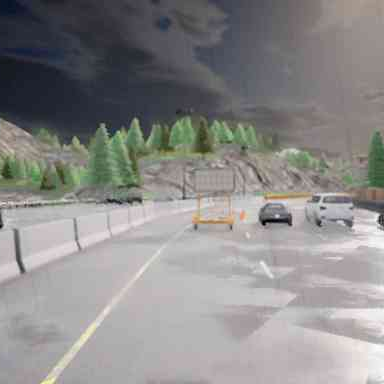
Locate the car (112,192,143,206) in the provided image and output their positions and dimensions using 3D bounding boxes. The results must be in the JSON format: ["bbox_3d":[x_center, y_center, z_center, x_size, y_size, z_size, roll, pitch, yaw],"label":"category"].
[{"bbox_3d":[-9.422,0.946,50.783,2.150,2.045,5.566,0,0,18],"label":"car"}]

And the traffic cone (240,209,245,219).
[{"bbox_3d":[3.972,1.826,26.292,0.340,0.580,0.340,0,0,10],"label":"traffic cone"}]

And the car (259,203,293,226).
[{"bbox_3d":[5.598,1.456,22.602,1.994,1.385,4.181,0,0,9],"label":"car"}]

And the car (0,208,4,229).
[{"bbox_3d":[-9.905,1.137,13.054,2.150,2.045,5.566,0,0,5],"label":"car"}]

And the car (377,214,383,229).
[{"bbox_3d":[11.914,1.474,17.860,2.033,1.411,5.357,0,0,8],"label":"car"}]

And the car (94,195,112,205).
[{"bbox_3d":[-13.032,1.206,50.940,2.128,1.511,4.902,0,0,17],"label":"car"}]

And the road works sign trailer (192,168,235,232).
[{"bbox_3d":[1.335,0.365,19.632,2.380,3.560,2.880,0,0,10],"label":"road works sign trailer"}]

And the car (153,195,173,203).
[{"bbox_3d":[-4.640,1.239,54.002,1.812,1.442,4.674,0,0,19],"label":"car"}]

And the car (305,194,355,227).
[{"bbox_3d":[9.056,1.121,22.268,2.150,2.045,5.566,0,0,9],"label":"car"}]

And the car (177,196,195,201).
[{"bbox_3d":[-0.859,1.319,54.311,1.895,1.301,4.718,0,0,20],"label":"car"}]
